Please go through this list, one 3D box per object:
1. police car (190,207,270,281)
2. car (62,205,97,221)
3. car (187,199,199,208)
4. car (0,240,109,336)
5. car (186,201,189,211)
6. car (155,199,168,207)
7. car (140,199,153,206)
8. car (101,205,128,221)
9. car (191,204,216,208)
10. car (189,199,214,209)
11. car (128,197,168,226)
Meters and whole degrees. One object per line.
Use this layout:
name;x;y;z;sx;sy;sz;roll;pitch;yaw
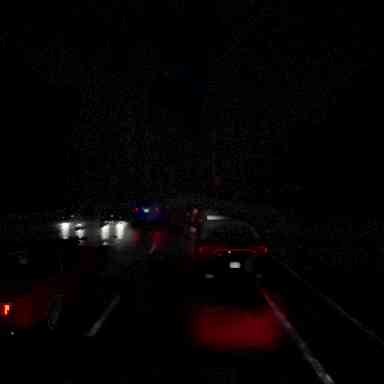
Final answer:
police car;0.996;1.492;10.224;1.930;1.638;5.238;0;0;0
car;-9.786;1.794;29.170;1.994;1.385;4.181;0;-1;0
car;0.133;2.103;61.962;2.128;1.511;4.902;0;-1;0
car;-3.139;1.645;6.792;1.895;1.301;4.718;0;0;0
car;0.132;1.969;47.654;1.812;1.442;4.674;0;-1;1
car;-6.350;2.238;70.046;2.128;1.511;4.902;0;-1;0
car;-9.600;2.252;70.053;2.033;1.411;5.357;0;-1;0
car;-6.537;1.794;29.165;1.994;1.385;4.181;0;-1;0
car;1.018;1.664;20.114;1.812;1.442;4.674;0;0;0
car;1.029;1.548;26.088;2.097;1.767;4.553;0;-1;0
car;-3.098;1.409;25.327;2.150;2.045;5.566;0;-1;0
